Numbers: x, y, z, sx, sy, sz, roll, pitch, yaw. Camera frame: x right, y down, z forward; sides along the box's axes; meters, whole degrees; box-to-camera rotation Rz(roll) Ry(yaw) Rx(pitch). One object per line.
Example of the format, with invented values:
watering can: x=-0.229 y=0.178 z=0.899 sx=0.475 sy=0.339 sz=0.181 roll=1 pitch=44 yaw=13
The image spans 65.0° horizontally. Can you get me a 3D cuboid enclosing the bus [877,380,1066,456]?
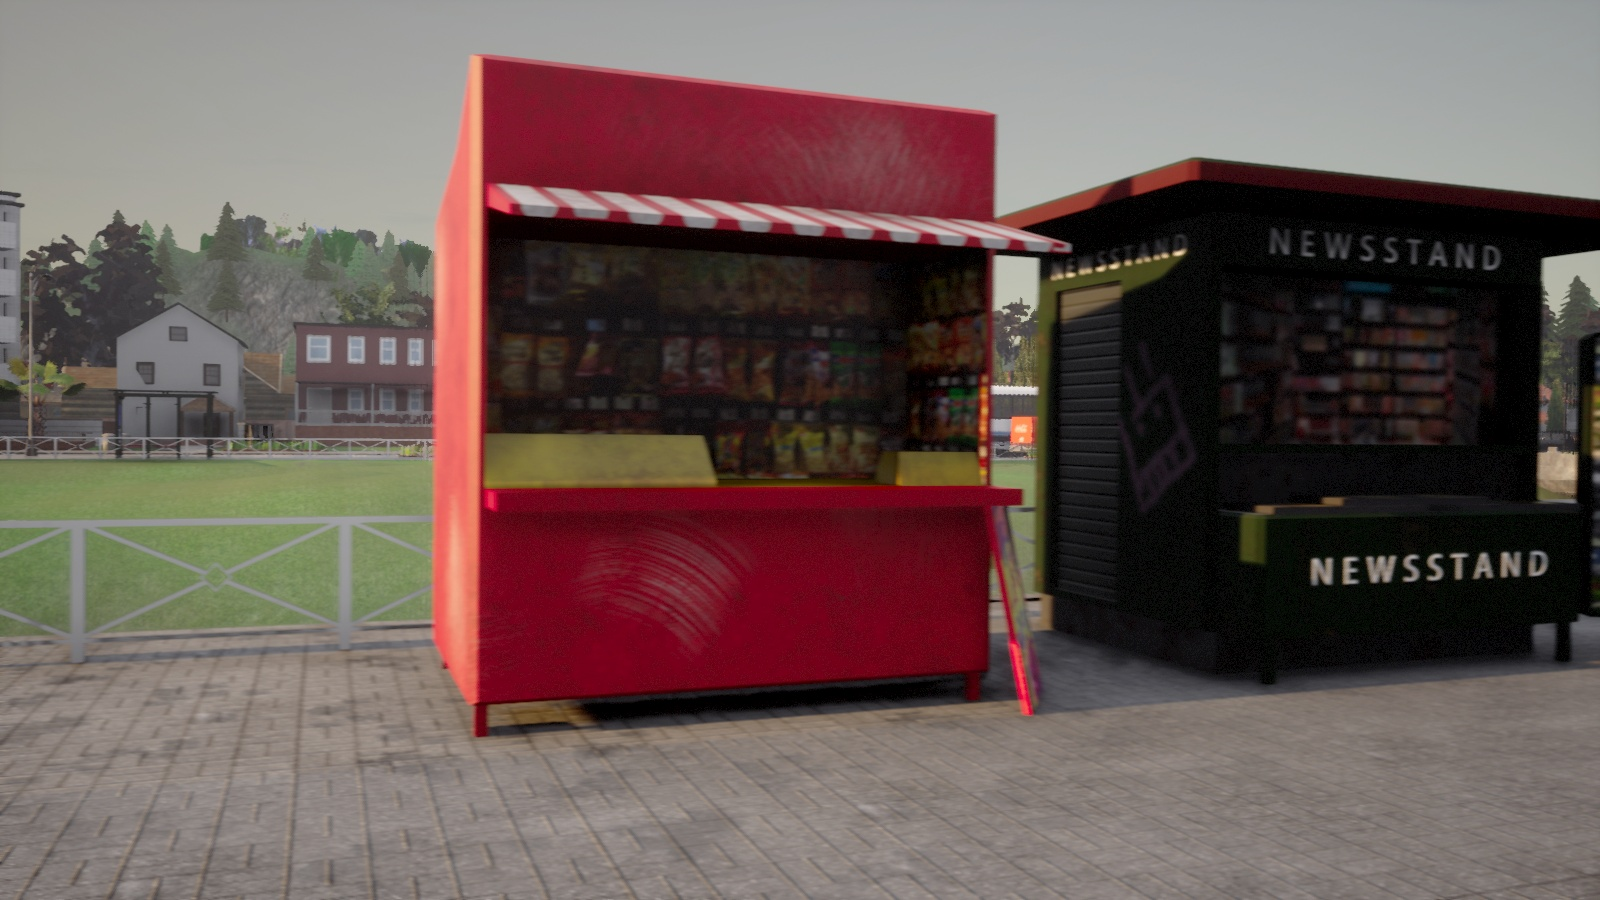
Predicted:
bus: x=10.042 y=-1.884 z=73.561 sx=10.273 sy=4.253 sz=3.944 roll=-1 pitch=1 yaw=-21

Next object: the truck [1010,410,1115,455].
truck: x=14.859 y=-1.007 z=71.121 sx=5.204 sy=2.467 sz=2.627 roll=-1 pitch=1 yaw=-21
